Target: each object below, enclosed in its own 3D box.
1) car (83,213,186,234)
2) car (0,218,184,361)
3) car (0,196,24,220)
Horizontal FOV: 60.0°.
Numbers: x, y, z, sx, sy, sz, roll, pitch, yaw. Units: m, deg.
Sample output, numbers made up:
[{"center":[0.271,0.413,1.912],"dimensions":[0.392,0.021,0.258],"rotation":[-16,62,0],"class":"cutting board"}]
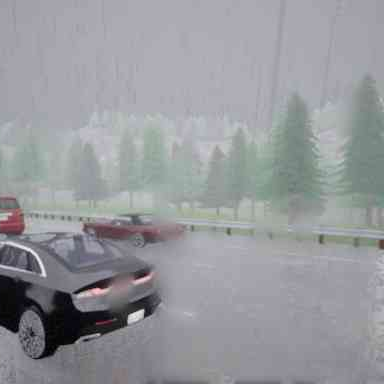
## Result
[{"center":[-2.682,1.574,14.503],"dimensions":[4.718,1.301,1.895],"rotation":[0,0,36],"class":"car"},{"center":[-2.736,1.477,5.944],"dimensions":[4.902,1.511,2.128],"rotation":[0,0,35],"class":"car"},{"center":[-9.961,1.179,15.413],"dimensions":[5.566,2.045,2.150],"rotation":[0,0,36],"class":"car"}]
